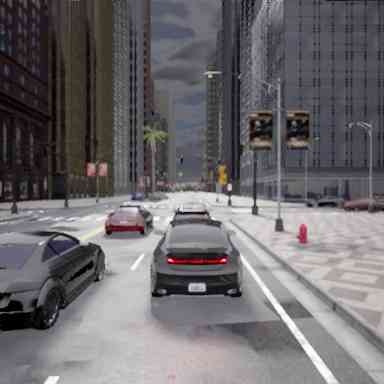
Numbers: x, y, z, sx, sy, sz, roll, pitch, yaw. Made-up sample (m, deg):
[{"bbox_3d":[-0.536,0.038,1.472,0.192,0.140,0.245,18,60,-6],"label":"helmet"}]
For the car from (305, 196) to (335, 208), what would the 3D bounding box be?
[{"bbox_3d":[15.133,1.125,37.810,4.313,1.339,1.947,0,0,-1],"label":"car"}]

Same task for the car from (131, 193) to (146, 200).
[{"bbox_3d":[-9.883,0.921,60.800,1.882,1.535,5.008,0,0,0],"label":"car"}]

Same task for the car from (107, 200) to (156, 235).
[{"bbox_3d":[-3.173,1.353,17.420,1.994,1.385,4.181,0,1,0],"label":"car"}]

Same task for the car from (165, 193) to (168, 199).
[{"bbox_3d":[-6.606,0.945,75.989,1.895,1.301,4.718,0,0,0],"label":"car"}]

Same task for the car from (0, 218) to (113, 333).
[{"bbox_3d":[-3.158,1.474,6.689,1.994,1.385,4.181,0,1,0],"label":"car"}]

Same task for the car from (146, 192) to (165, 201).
[{"bbox_3d":[-6.635,0.796,60.812,2.097,1.767,4.553,0,0,0],"label":"car"}]

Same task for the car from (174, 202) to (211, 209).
[{"bbox_3d":[0.026,1.279,17.566,2.128,1.511,4.902,0,1,0],"label":"car"}]

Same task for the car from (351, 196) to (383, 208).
[{"bbox_3d":[20.773,1.105,37.906,4.313,1.339,1.947,0,0,-1],"label":"car"}]

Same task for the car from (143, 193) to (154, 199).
[{"bbox_3d":[-9.856,0.901,76.144,1.994,1.385,4.181,0,0,0],"label":"car"}]

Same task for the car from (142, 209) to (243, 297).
[{"bbox_3d":[0.090,1.396,8.245,1.837,1.490,4.892,0,1,0],"label":"car"}]

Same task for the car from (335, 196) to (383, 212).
[{"bbox_3d":[15.276,1.161,29.286,4.206,1.307,1.802,0,0,-1],"label":"car"}]
